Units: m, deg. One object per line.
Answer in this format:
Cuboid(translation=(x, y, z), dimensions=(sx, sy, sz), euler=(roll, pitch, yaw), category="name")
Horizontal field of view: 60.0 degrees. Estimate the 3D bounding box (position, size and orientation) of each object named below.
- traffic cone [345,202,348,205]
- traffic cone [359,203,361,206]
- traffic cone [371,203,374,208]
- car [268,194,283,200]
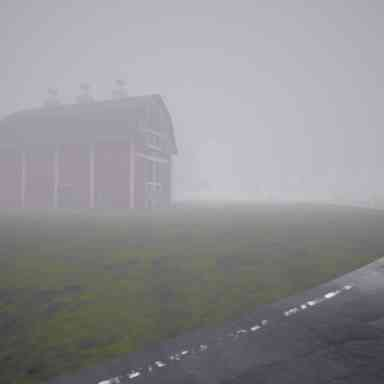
Cuboid(translation=(25.021, 1.737, 53.728), dimensions=(0.340, 0.580, 0.340), euler=(0, 0, 2), category="traffic cone")
Cuboid(translation=(24.685, 1.757, 48.922), dimensions=(0.340, 0.580, 0.340), euler=(0, 0, 6), category="traffic cone")
Cuboid(translation=(23.996, 1.780, 44.154), dimensions=(0.340, 0.580, 0.340), euler=(0, 0, 10), category="traffic cone")
Cuboid(translation=(20.692, 1.297, 82.345), dimensions=(1.994, 1.385, 4.181), euler=(1, 0, -23), category="car")
